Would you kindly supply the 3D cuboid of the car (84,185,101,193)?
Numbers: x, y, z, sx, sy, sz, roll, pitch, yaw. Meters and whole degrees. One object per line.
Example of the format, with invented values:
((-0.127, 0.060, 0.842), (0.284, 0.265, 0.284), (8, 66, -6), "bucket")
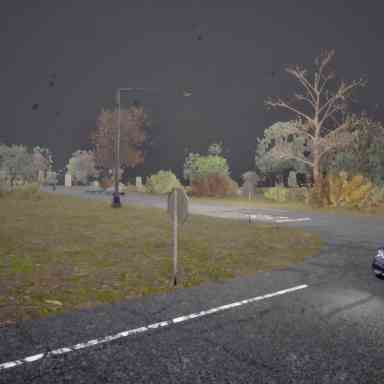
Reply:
((-17.726, -0.493, 59.808), (2.033, 1.411, 5.357), (0, 2, -36), "car")

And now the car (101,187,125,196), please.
((-12.134, -0.168, 52.015), (1.994, 1.385, 4.181), (0, 2, -36), "car")

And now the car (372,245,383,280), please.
((6.490, 1.421, 8.477), (4.674, 1.442, 1.812), (-2, 2, -35), "car")
